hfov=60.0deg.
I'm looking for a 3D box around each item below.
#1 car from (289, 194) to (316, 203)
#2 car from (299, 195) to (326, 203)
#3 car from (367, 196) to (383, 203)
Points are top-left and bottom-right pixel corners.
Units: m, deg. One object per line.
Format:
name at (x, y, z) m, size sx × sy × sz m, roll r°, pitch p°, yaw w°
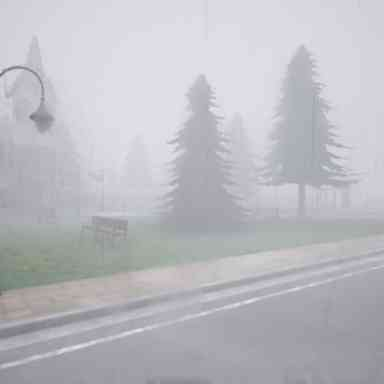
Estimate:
car at (23.335, 1.501, 69.664) m, size 2.007 × 1.523 × 4.514 m, roll 0°, pitch 0°, yaw -36°
car at (25.855, 1.499, 71.532) m, size 2.152 × 1.636 × 5.027 m, roll 0°, pitch 0°, yaw -36°
car at (39.955, 1.512, 72.188) m, size 1.845 × 1.501 × 3.633 m, roll 0°, pitch 0°, yaw -36°
